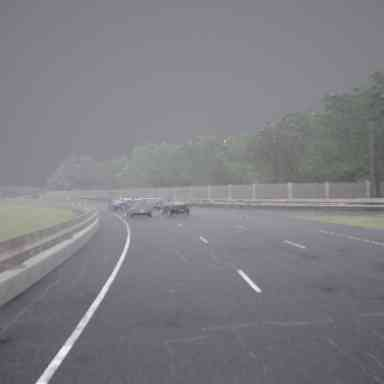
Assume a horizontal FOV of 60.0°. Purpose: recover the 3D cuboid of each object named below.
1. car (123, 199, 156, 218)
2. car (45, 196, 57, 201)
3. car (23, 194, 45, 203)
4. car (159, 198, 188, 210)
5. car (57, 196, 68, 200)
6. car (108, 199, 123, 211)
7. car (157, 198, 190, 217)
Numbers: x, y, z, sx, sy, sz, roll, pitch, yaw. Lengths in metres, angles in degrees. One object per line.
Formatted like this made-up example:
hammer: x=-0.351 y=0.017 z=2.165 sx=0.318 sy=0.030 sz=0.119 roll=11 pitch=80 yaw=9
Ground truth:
car: x=-5.041 y=1.640 z=31.482 sx=1.994 sy=1.385 sz=4.181 roll=-1 pitch=0 yaw=-18
car: x=-36.186 y=1.817 z=82.406 sx=4.892 sy=1.490 sz=1.837 roll=-1 pitch=0 yaw=38
car: x=-38.415 y=1.568 z=79.704 sx=5.566 sy=2.045 sz=2.150 roll=-1 pitch=0 yaw=38
car: x=-2.584 y=1.547 z=44.416 sx=2.128 sy=1.511 sz=4.902 roll=-1 pitch=0 yaw=-26
car: x=-33.724 y=1.833 z=84.947 sx=5.357 sy=1.411 sz=2.033 roll=-1 pitch=0 yaw=41
car: x=-9.356 y=1.656 z=42.352 sx=1.812 sy=1.442 sz=4.674 roll=-1 pitch=0 yaw=-26
car: x=-1.668 y=1.515 z=32.414 sx=1.882 sy=1.535 sz=5.008 roll=-1 pitch=0 yaw=-18
